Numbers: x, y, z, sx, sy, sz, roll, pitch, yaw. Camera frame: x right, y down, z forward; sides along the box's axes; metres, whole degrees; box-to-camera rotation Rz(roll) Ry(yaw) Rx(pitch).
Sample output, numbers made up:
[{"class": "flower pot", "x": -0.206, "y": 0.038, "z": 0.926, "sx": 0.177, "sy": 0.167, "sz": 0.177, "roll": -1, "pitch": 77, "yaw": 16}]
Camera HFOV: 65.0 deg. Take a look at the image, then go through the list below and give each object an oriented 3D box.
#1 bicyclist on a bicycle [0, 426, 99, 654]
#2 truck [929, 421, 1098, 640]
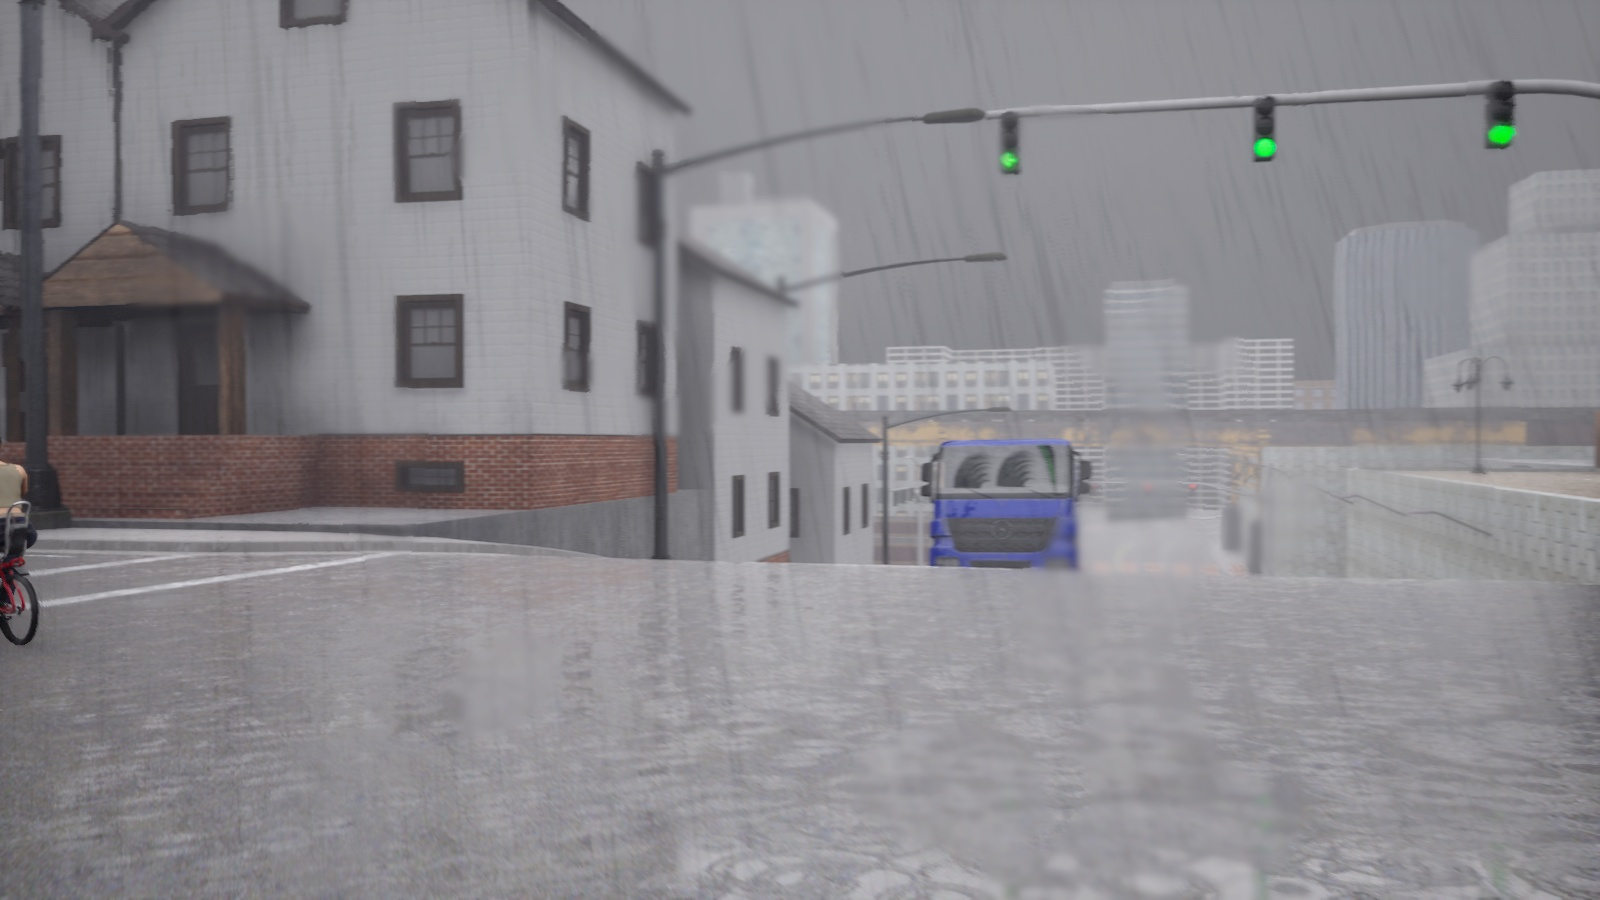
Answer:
[{"class": "bicyclist on a bicycle", "x": -6.193, "y": 0.637, "z": 9.530, "sx": 1.509, "sy": 1.612, "sz": 0.866, "roll": 0, "pitch": 2, "yaw": 32}, {"class": "truck", "x": 4.871, "y": 2.031, "z": 27.287, "sx": 2.891, "sy": 3.462, "sz": 7.936, "roll": -1, "pitch": -13, "yaw": 15}]
